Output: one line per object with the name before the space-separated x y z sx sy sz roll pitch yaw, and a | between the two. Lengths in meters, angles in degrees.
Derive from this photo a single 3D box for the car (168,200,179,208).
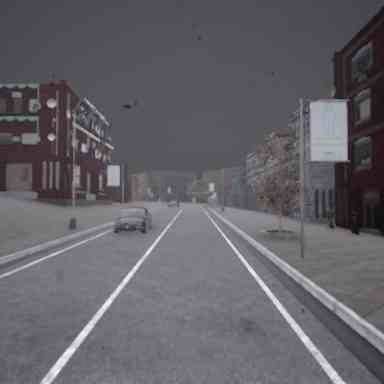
car | -3.400 2.236 61.982 1.994 1.385 4.181 0 -1 1

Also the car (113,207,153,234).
car | -3.556 1.712 20.769 1.837 1.490 4.892 0 -1 0
